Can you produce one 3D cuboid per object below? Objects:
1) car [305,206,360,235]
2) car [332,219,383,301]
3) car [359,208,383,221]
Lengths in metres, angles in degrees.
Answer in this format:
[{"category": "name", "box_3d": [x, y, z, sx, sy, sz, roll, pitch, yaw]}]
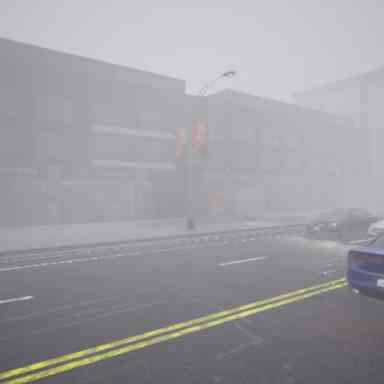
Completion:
[{"category": "car", "box_3d": [7.847, 1.480, 17.229, 4.674, 1.442, 1.812, 0, 0, -35]}, {"category": "car", "box_3d": [5.409, 1.452, 7.293, 5.008, 1.535, 1.882, 0, 0, -35]}, {"category": "car", "box_3d": [9.462, 1.480, 14.391, 4.674, 1.442, 1.812, 0, 0, -35]}]
